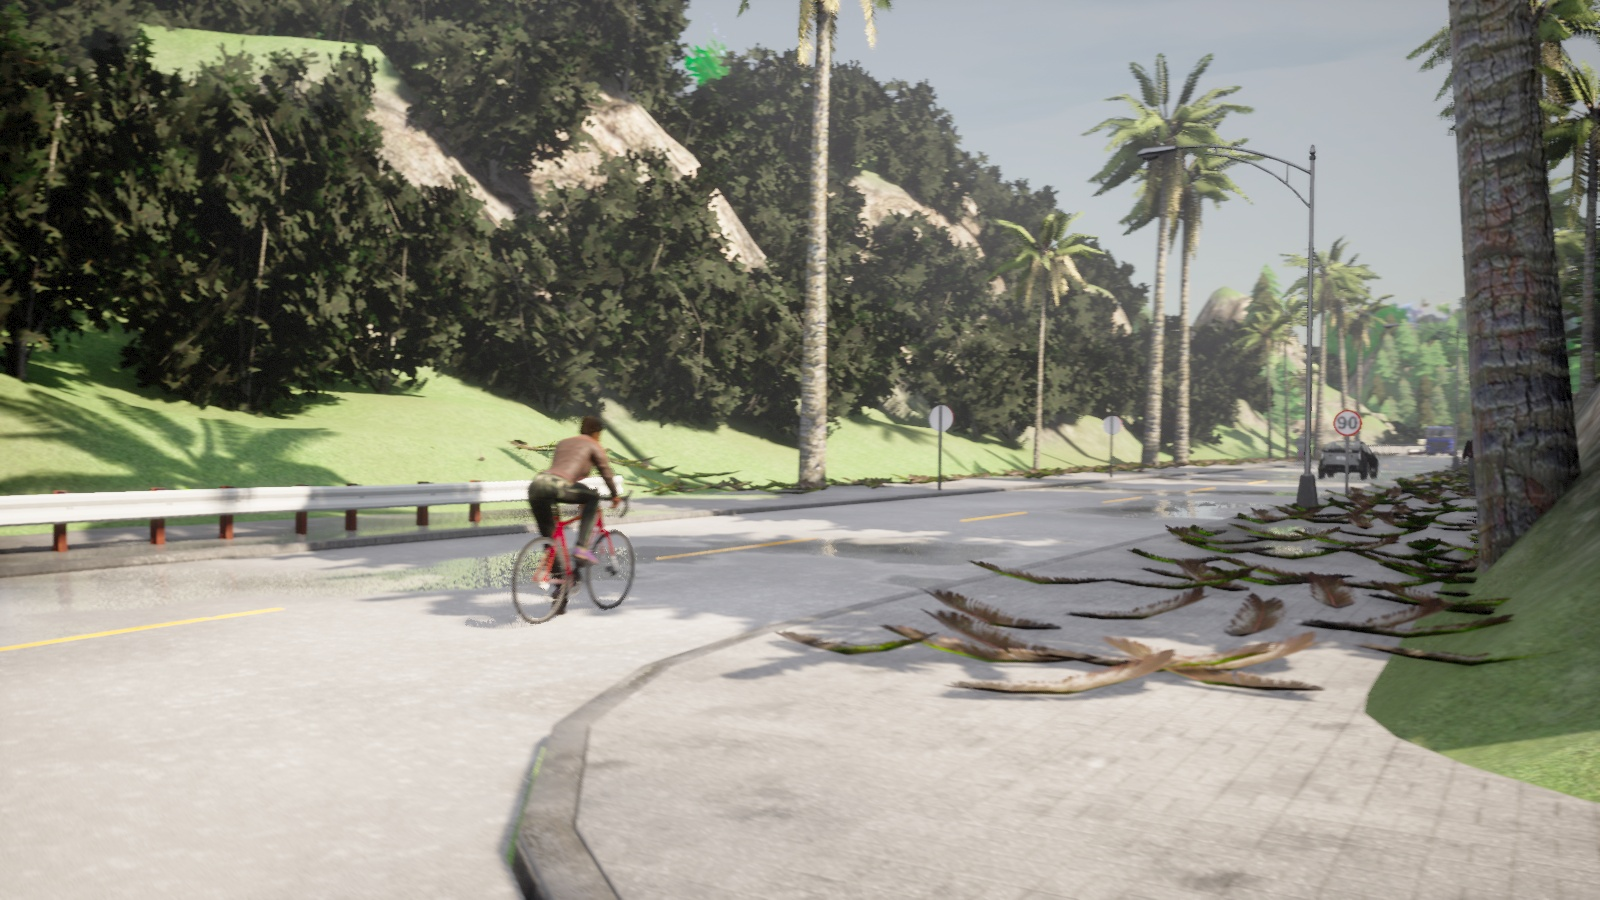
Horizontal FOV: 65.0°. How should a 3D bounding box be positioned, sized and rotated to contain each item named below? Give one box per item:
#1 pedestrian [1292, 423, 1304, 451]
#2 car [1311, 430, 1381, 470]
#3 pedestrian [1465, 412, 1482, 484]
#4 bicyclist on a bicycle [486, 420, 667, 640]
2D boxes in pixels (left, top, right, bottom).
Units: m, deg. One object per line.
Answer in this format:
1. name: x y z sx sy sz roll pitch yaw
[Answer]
1. pedestrian: 35.433 -0.919 89.377 0.659 1.952 0.873 0 1 31
2. car: 21.983 -0.036 50.484 2.007 1.525 4.514 0 1 31
3. pedestrian: 17.629 -0.049 32.872 0.376 1.854 0.720 0 1 31
4. bicyclist on a bicycle: -1.755 0.583 10.117 0.582 1.620 1.656 0 1 26
